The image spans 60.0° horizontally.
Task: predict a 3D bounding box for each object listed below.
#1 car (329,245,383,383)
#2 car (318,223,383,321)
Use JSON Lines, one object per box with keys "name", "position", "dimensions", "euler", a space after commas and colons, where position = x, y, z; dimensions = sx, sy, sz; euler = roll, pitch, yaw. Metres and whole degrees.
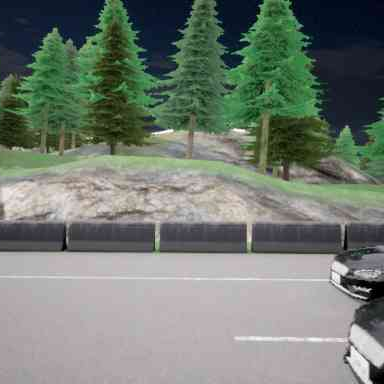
{"name": "car", "position": [4.183, 1.503, 3.353], "dimensions": [4.902, 1.511, 2.128], "euler": [0, 0, 2]}
{"name": "car", "position": [5.437, 1.508, 6.812], "dimensions": [4.902, 1.511, 2.128], "euler": [0, 0, 2]}
